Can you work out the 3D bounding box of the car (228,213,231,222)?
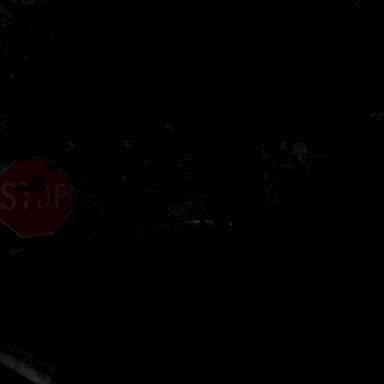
[{"bbox_3d":[5.998,2.715,39.181,1.882,1.535,5.008,-1,-3,35],"label":"car"}]
